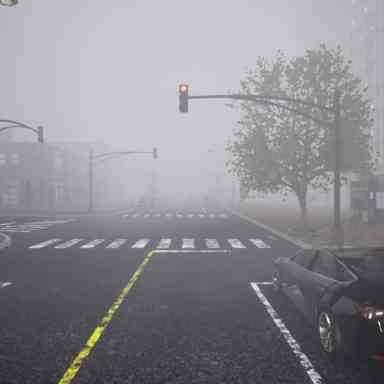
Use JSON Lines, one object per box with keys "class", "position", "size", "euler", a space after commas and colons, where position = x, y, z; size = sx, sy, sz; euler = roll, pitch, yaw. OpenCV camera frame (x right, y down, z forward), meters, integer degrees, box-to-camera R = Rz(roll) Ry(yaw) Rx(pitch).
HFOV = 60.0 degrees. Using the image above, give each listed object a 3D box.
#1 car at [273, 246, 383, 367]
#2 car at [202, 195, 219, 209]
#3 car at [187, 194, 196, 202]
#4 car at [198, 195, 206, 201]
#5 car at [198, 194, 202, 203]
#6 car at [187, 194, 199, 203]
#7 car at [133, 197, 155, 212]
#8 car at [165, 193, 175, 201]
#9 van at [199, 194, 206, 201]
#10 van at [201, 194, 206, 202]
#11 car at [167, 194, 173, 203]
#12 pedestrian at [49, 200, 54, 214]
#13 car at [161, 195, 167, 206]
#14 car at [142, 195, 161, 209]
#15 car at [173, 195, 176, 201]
{"class": "car", "position": [2.689, 1.566, 5.778], "size": [1.947, 1.339, 4.313], "euler": [0, 0, 0]}
{"class": "car", "position": [2.654, 1.529, 43.977], "size": [1.752, 1.417, 4.829], "euler": [0, 0, 0]}
{"class": "car", "position": [-0.070, 1.363, 79.465], "size": [2.097, 1.767, 4.553], "euler": [0, 0, 0]}
{"class": "car", "position": [2.614, 1.535, 88.385], "size": [1.752, 1.417, 4.829], "euler": [0, 0, 0]}
{"class": "car", "position": [2.639, 1.556, 60.460], "size": [2.008, 1.369, 4.403], "euler": [0, 0, 0]}
{"class": "car", "position": [0.030, 1.570, 69.546], "size": [1.994, 1.385, 4.181], "euler": [0, 0, 1]}
{"class": "car", "position": [-5.721, 1.585, 38.246], "size": [1.802, 1.307, 4.206], "euler": [0, 0, 0]}
{"class": "car", "position": [-5.766, 1.324, 88.205], "size": [2.192, 1.841, 5.009], "euler": [0, 0, 0]}
{"class": "van", "position": [2.621, 1.349, 82.664], "size": [1.690, 1.788, 3.998], "euler": [0, 0, 0]}
{"class": "van", "position": [2.650, 1.345, 49.359], "size": [1.690, 1.788, 3.998], "euler": [0, 0, 0]}
{"class": "car", "position": [-5.751, 1.532, 71.382], "size": [1.752, 1.417, 4.829], "euler": [0, 0, 0]}
{"class": "pedestrian", "position": [-12.776, 1.319, 30.243], "size": [0.375, 1.300, 0.375], "euler": [0, -1, -1]}
{"class": "car", "position": [-5.736, 1.555, 54.899], "size": [2.008, 1.369, 4.403], "euler": [0, 0, 0]}
{"class": "car", "position": [-5.725, 1.318, 43.797], "size": [2.192, 1.841, 5.009], "euler": [0, 0, 0]}
{"class": "car", "position": [-5.761, 1.559, 82.654], "size": [2.008, 1.369, 4.403], "euler": [0, 0, 0]}
